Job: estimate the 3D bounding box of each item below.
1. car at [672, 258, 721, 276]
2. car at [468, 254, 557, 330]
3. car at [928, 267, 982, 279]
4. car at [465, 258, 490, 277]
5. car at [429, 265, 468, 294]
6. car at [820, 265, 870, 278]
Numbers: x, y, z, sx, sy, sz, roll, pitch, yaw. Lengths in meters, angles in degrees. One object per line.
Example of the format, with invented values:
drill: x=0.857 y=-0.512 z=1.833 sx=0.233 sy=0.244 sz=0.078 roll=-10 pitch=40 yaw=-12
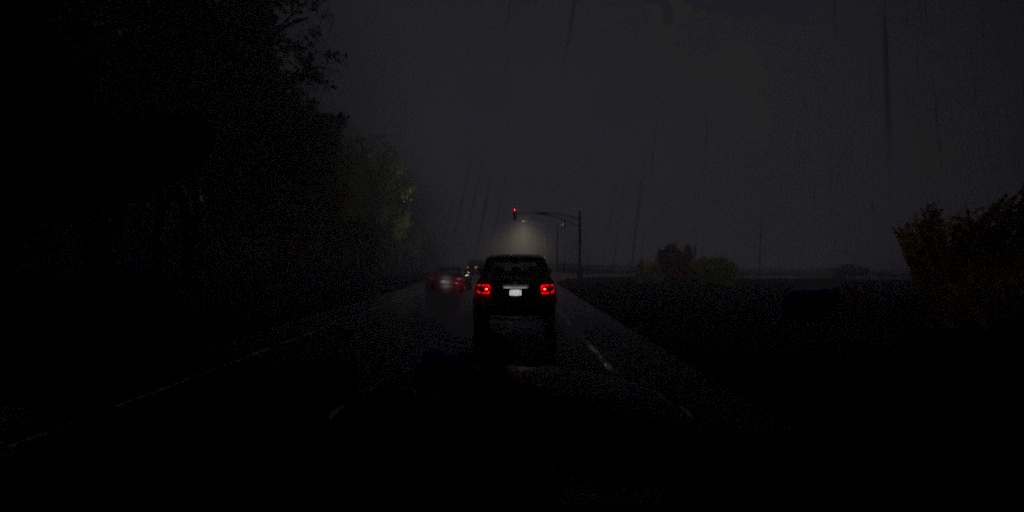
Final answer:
car: x=21.895 y=1.302 z=42.646 sx=5.566 sy=2.045 sz=2.150 roll=1 pitch=-1 yaw=0
car: x=0.096 y=0.981 z=11.271 sx=2.150 sy=2.045 sz=5.566 roll=0 pitch=0 yaw=0
car: x=48.503 y=1.855 z=38.931 sx=5.357 sy=1.411 sz=2.033 roll=1 pitch=-1 yaw=0
car: x=-3.413 y=1.137 z=36.162 sx=2.097 sy=1.767 sz=4.553 roll=0 pitch=0 yaw=0
car: x=-3.408 y=1.334 z=20.479 sx=1.994 sy=1.385 sz=4.181 roll=0 pitch=0 yaw=0
car: x=39.496 y=1.764 z=42.549 sx=4.902 sy=1.511 sz=2.128 roll=1 pitch=-1 yaw=0
